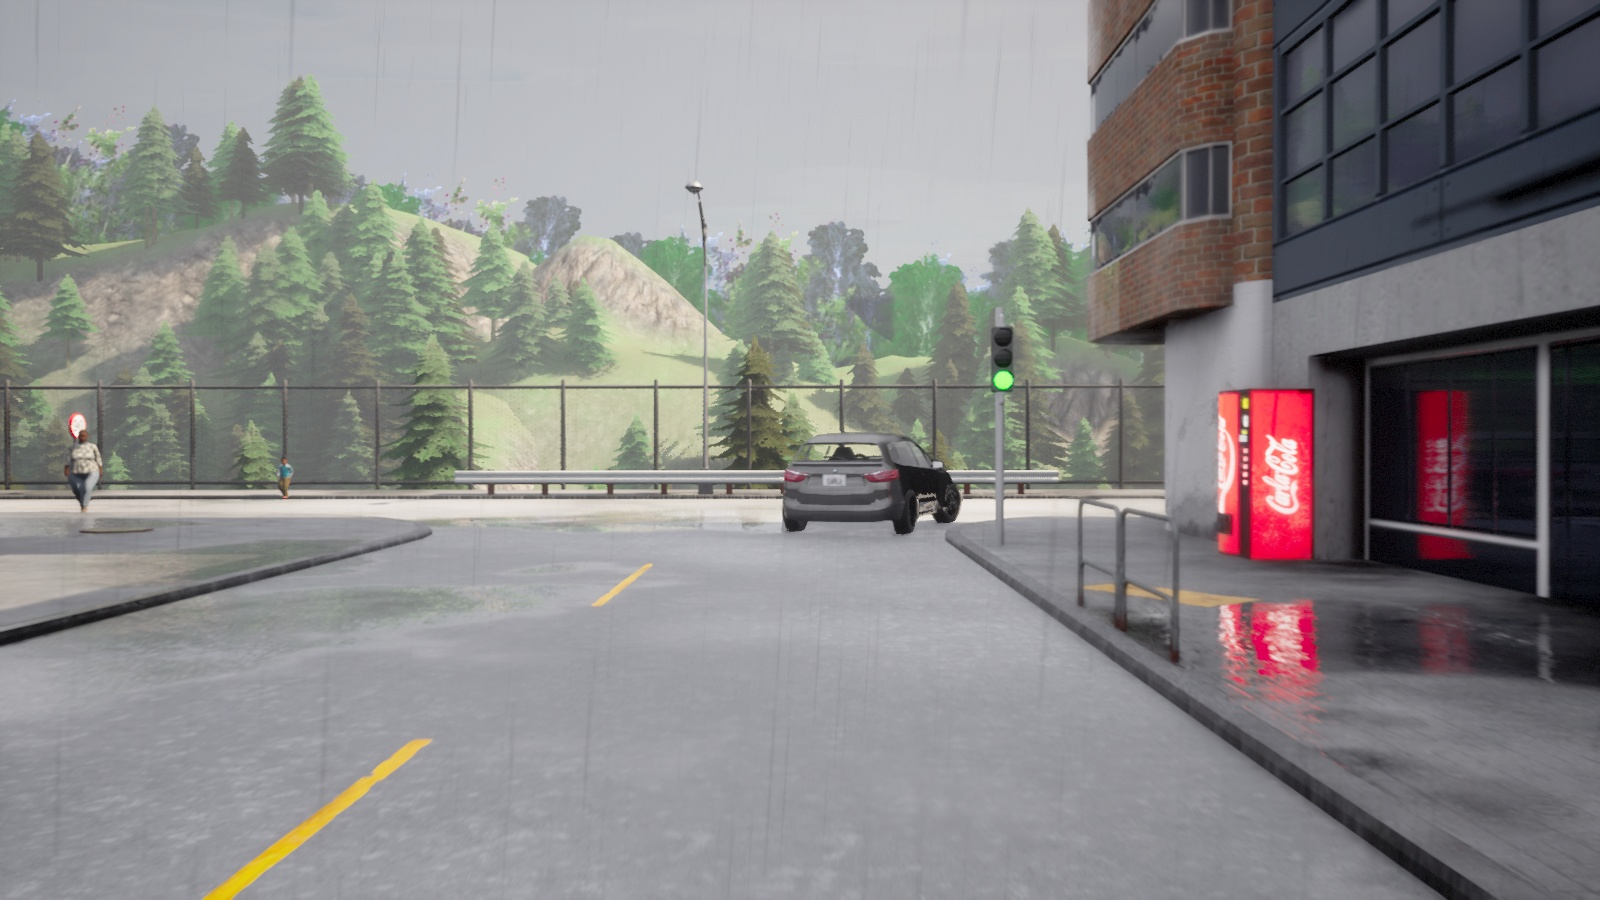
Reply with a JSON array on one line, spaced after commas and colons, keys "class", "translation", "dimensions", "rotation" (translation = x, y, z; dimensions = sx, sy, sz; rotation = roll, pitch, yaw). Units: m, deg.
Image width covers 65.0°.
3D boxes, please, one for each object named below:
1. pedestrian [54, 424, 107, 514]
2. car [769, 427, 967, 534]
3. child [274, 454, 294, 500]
[{"class": "pedestrian", "translation": [-15.043, 0.388, 26.287], "dimensions": [0.874, 1.855, 0.900], "rotation": [0, 0, -24]}, {"class": "car", "translation": [1.349, 0.466, 22.233], "dimensions": [2.242, 1.667, 4.611], "rotation": [0, 0, 20]}, {"class": "child", "translation": [-13.418, 0.692, 32.665], "dimensions": [0.343, 1.192, 0.448], "rotation": [0, 0, 2]}]
